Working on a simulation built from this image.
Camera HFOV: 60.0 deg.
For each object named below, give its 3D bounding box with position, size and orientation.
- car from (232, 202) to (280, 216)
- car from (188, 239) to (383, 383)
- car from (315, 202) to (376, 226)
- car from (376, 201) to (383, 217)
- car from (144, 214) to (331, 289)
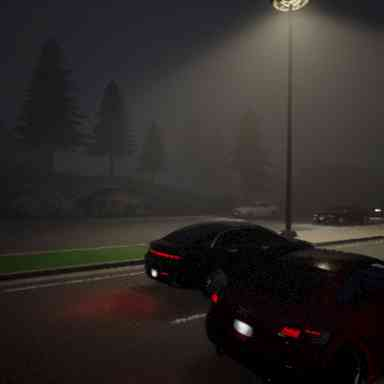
[{"bbox_3d":[5.728,1.593,29.430,4.674,1.442,1.812,1,0,-32],"label":"car"},{"bbox_3d":[2.265,1.587,5.024,4.181,1.385,1.994,1,0,-34],"label":"car"},{"bbox_3d":[11.104,1.628,24.541,4.892,1.490,1.837,1,0,-32],"label":"car"},{"bbox_3d":[19.424,1.725,33.784,4.892,1.490,1.837,1,0,-32],"label":"car"},{"bbox_3d":[1.194,1.517,8.515,4.892,1.490,1.837,1,0,-34],"label":"car"}]
